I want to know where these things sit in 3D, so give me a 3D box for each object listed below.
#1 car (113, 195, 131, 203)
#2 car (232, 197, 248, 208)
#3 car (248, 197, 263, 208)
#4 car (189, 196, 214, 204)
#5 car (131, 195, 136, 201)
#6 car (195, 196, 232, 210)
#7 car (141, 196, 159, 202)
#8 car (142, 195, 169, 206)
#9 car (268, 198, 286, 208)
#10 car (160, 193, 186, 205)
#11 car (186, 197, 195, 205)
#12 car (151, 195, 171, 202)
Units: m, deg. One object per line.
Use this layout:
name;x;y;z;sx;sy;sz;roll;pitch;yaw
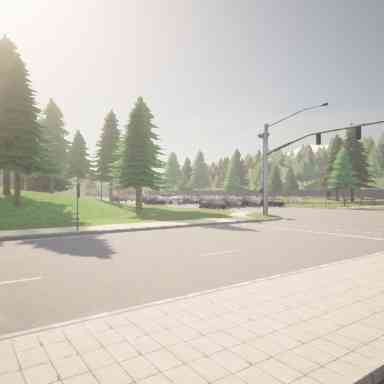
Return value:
car;-14.938;1.390;68.527;1.837;1.490;4.892;0;0;-35
car;4.899;1.490;46.244;2.128;1.511;4.902;0;0;-35
car;7.843;1.491;48.141;2.128;1.511;4.902;0;0;-35
car;1.764;1.547;62.930;2.033;1.411;5.357;0;0;-35
car;-12.813;1.329;71.590;1.882;1.535;5.008;0;0;-35
car;2.725;1.564;43.252;1.994;1.385;4.181;0;0;-35
car;-9.269;1.482;72.635;1.895;1.301;4.718;0;0;-35
car;-6.289;1.601;56.076;1.895;1.301;4.718;0;0;-35
car;11.470;1.601;49.069;1.895;1.301;4.718;0;0;-35
car;-3.853;1.224;58.707;2.150;2.045;5.566;0;0;-35
car;-0.482;1.547;60.004;2.033;1.411;5.357;0;0;-35
car;-7.069;1.391;75.591;2.033;1.411;5.357;0;0;-35
